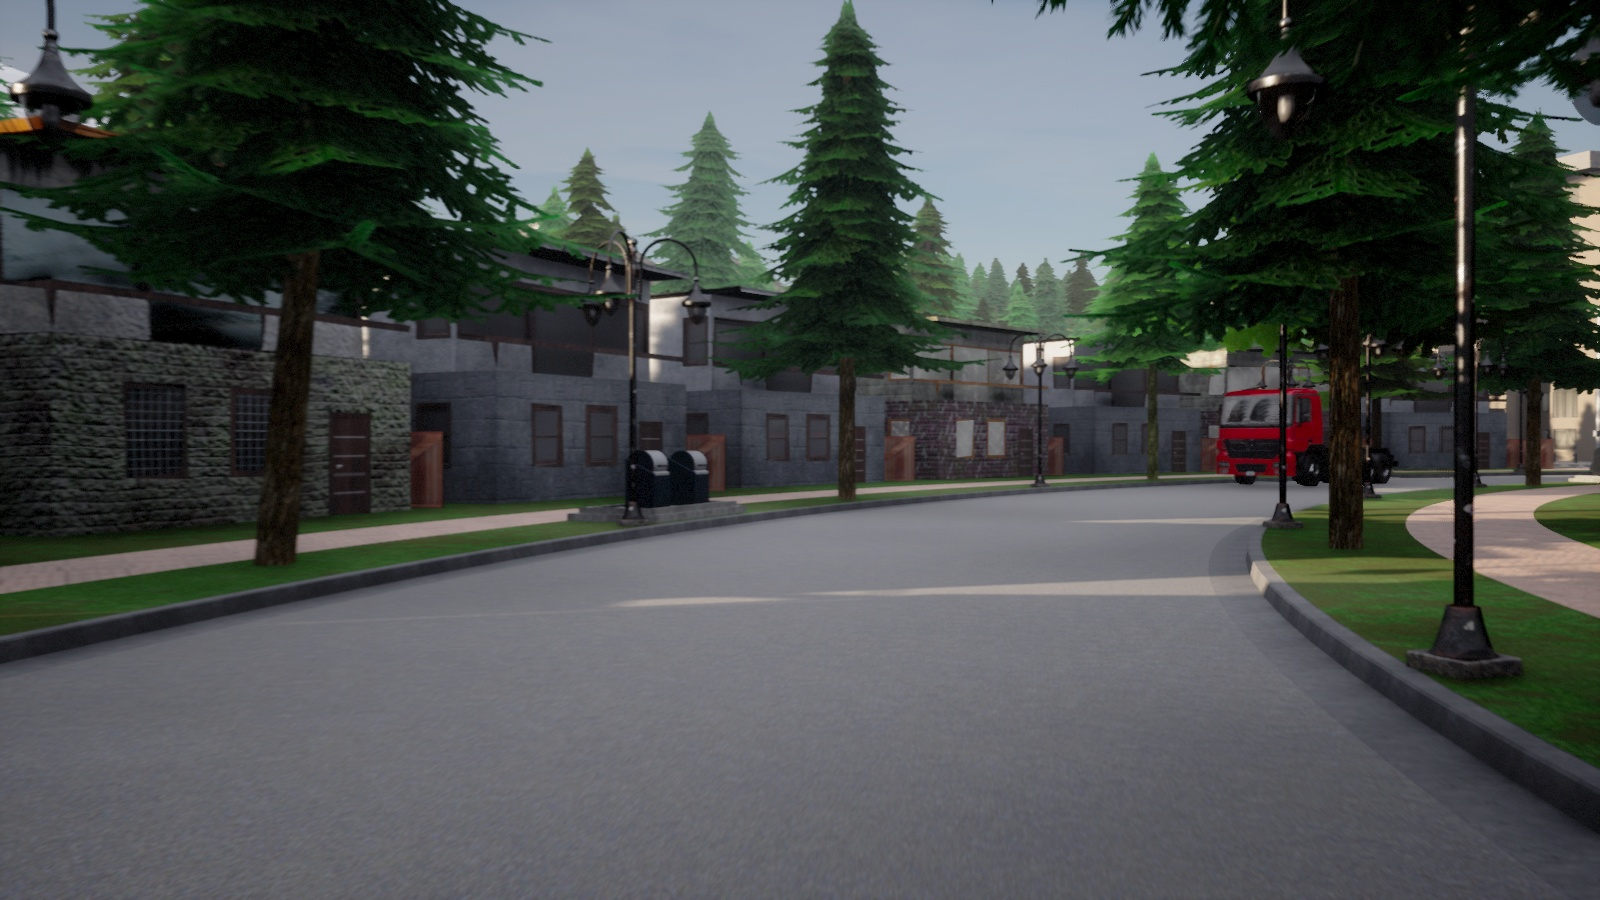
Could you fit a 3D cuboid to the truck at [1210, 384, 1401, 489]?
[{"bbox_3d":[18.201,-0.456,44.967,7.936,3.462,2.891,0,0,-40],"label":"truck"}]
